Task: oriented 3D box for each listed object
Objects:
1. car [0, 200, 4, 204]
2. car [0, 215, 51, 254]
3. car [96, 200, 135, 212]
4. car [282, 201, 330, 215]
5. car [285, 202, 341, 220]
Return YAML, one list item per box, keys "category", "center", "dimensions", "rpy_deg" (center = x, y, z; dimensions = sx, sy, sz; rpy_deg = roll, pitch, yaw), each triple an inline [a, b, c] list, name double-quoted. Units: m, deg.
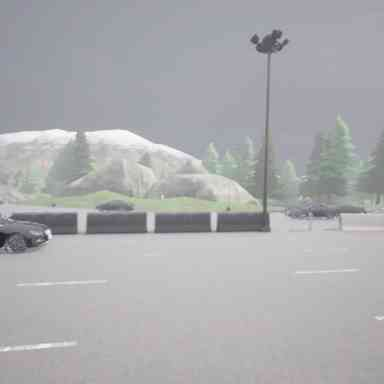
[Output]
- category: "car"
  center: [-46.245, 2.657, 80.054]
  dimensions: [1.812, 1.442, 4.674]
  rpy_deg: [2, -5, -8]
- category: "car"
  center: [-7.934, 1.461, 12.425]
  dimensions: [4.902, 1.511, 2.128]
  rpy_deg: [1, 0, -13]
- category: "car"
  center: [-9.005, 1.633, 39.110]
  dimensions: [4.674, 1.442, 1.812]
  rpy_deg: [1, 0, 13]
- category: "car"
  center: [13.235, 1.885, 38.866]
  dimensions: [4.902, 1.511, 2.128]
  rpy_deg: [1, 0, -13]
- category: "car"
  center: [11.221, 1.813, 31.245]
  dimensions: [4.902, 1.511, 2.128]
  rpy_deg: [1, 0, -13]
